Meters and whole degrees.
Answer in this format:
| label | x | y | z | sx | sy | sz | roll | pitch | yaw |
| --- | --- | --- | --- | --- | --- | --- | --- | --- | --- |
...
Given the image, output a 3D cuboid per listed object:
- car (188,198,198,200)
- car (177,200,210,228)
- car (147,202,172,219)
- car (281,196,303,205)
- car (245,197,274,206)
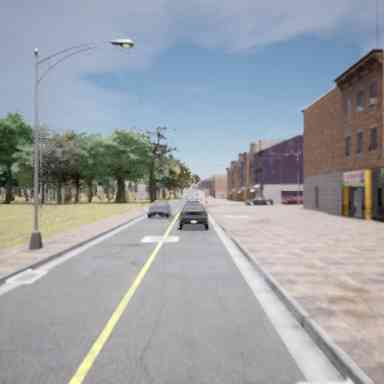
| label | x | y | z | sx | sy | sz | roll | pitch | yaw |
| --- | --- | --- | --- | --- | --- | --- | --- | --- | --- |
| car | 0.105 | 1.570 | 42.699 | 2.128 | 1.511 | 4.902 | 0 | 0 | 0 |
| car | 0.103 | 1.509 | 22.046 | 1.837 | 1.490 | 4.892 | 0 | 0 | 0 |
| car | -2.816 | 1.561 | 29.806 | 2.033 | 1.411 | 5.357 | 0 | 0 | 0 |
| car | 15.971 | 1.326 | 51.742 | 4.206 | 1.307 | 1.802 | -1 | 1 | 0 |
| car | 10.439 | 1.415 | 51.745 | 4.403 | 1.369 | 2.008 | -1 | 1 | 0 |
